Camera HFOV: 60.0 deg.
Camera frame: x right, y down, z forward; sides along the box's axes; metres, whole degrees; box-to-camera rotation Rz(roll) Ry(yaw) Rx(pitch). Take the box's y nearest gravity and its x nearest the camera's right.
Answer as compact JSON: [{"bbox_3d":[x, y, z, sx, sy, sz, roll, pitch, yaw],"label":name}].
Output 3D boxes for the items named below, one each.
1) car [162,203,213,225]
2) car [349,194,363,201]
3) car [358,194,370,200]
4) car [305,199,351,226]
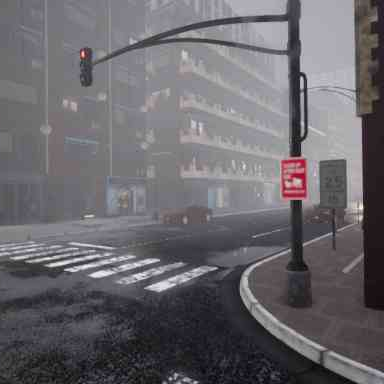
[{"bbox_3d":[-0.255,1.514,23.839,1.887,1.381,4.507,-1,0,36],"label":"car"},{"bbox_3d":[35.416,1.292,72.296,1.802,1.307,4.206,-1,0,36],"label":"car"},{"bbox_3d":[42.134,1.230,81.462,1.947,1.339,4.313,-1,0,36],"label":"car"},{"bbox_3d":[8.672,1.371,21.452,1.887,1.381,4.507,-1,0,36],"label":"car"}]
